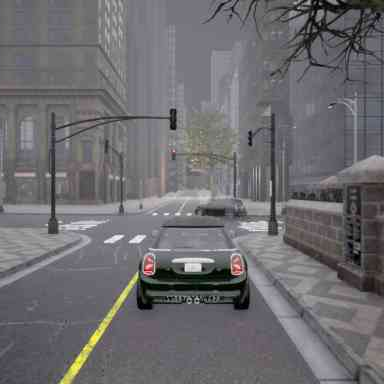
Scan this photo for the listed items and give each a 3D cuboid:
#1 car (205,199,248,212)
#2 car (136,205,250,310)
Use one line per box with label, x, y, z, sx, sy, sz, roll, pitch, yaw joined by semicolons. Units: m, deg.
car;2.451;1.352;28.608;4.553;1.767;2.097;1;0;38
car;0.034;1.352;7.997;2.097;1.767;4.553;0;0;0
